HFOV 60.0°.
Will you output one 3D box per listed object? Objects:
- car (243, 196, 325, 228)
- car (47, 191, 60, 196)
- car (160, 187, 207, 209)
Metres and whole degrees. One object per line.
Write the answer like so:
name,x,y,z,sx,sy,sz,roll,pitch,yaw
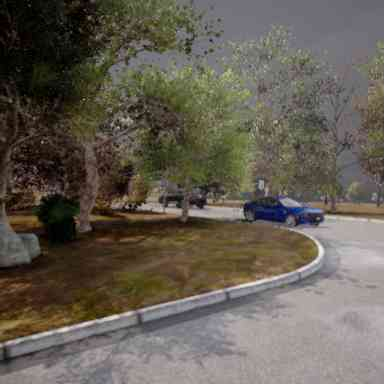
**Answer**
car,4.967,1.008,18.578,1.882,1.535,5.008,1,1,-31
car,-14.777,0.513,38.596,4.553,1.767,2.097,0,0,-3
car,-0.942,0.540,32.694,2.150,2.045,5.566,1,0,-40
